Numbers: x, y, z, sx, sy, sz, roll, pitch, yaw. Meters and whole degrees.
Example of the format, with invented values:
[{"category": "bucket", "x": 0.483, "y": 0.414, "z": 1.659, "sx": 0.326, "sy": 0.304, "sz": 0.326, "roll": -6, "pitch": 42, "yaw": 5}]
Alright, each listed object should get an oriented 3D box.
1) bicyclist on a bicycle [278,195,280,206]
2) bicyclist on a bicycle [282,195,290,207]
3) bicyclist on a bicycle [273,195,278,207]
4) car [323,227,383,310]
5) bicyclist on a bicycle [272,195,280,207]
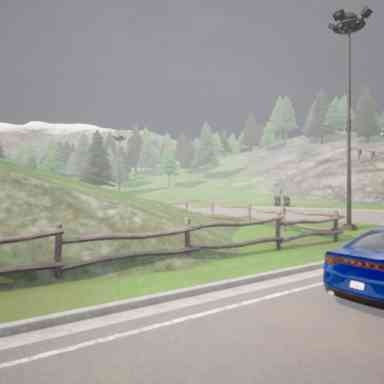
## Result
[{"category": "bicyclist on a bicycle", "x": 13.129, "y": 1.290, "z": 47.024, "sx": 0.582, "sy": 1.620, "sz": 1.656, "roll": 0, "pitch": 0, "yaw": 35}, {"category": "bicyclist on a bicycle", "x": 13.494, "y": 1.289, "z": 46.769, "sx": 0.582, "sy": 1.620, "sz": 1.656, "roll": 0, "pitch": 0, "yaw": 35}, {"category": "bicyclist on a bicycle", "x": 12.396, "y": 1.290, "z": 47.531, "sx": 0.582, "sy": 1.620, "sz": 1.656, "roll": 0, "pitch": 0, "yaw": 35}, {"category": "car", "x": 4.930, "y": 1.475, "z": 7.191, "sx": 5.008, "sy": 1.535, "sz": 1.882, "roll": 0, "pitch": 0, "yaw": -34}, {"category": "bicyclist on a bicycle", "x": 12.029, "y": 1.290, "z": 47.783, "sx": 0.582, "sy": 1.620, "sz": 1.656, "roll": 0, "pitch": 0, "yaw": 34}]
